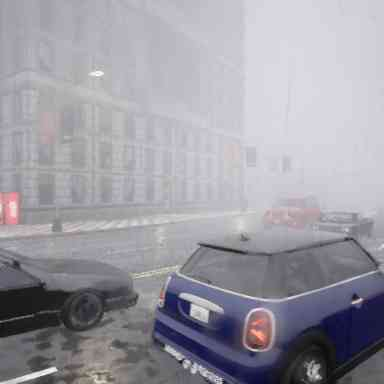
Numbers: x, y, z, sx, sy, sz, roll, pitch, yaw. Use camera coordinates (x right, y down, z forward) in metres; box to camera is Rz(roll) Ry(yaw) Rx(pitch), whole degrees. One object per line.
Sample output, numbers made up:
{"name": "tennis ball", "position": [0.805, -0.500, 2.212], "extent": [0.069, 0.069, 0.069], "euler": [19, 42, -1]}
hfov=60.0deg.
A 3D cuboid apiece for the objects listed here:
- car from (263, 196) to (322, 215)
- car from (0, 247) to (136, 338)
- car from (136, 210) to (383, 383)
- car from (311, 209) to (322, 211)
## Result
{"name": "car", "position": [6.296, 1.264, 20.412], "extent": [2.150, 2.045, 5.566], "euler": [0, 0, 36]}
{"name": "car", "position": [-3.574, 1.542, 5.073], "extent": [5.357, 1.411, 2.033], "euler": [0, 0, -35]}
{"name": "car", "position": [1.723, 1.352, 5.025], "extent": [4.553, 1.767, 2.097], "euler": [0, 0, -39]}
{"name": "car", "position": [7.237, 1.593, 15.826], "extent": [1.895, 1.301, 4.718], "euler": [0, 0, 38]}
